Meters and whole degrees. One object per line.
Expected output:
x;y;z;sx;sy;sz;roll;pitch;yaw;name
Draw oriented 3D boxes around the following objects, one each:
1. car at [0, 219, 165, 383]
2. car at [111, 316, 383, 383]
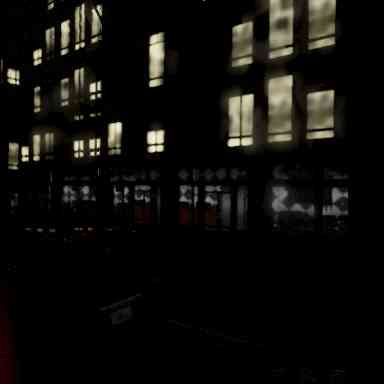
-2.651;1.337;4.743;5.009;1.841;2.192;0;1;36;car
1.932;1.548;1.480;4.403;1.369;2.008;0;1;36;car
